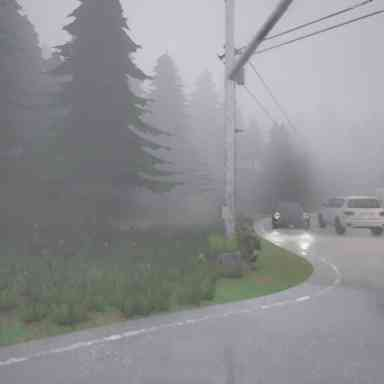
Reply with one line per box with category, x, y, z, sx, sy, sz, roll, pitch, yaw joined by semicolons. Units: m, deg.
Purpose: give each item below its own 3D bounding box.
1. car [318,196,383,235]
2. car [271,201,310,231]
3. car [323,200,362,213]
car;8.988;1.256;19.188;2.150;2.045;5.566;0;0;6
car;6.151;1.388;21.132;2.097;1.767;4.553;0;0;12
car;17.574;1.645;38.757;4.718;1.301;1.895;0;0;-34
